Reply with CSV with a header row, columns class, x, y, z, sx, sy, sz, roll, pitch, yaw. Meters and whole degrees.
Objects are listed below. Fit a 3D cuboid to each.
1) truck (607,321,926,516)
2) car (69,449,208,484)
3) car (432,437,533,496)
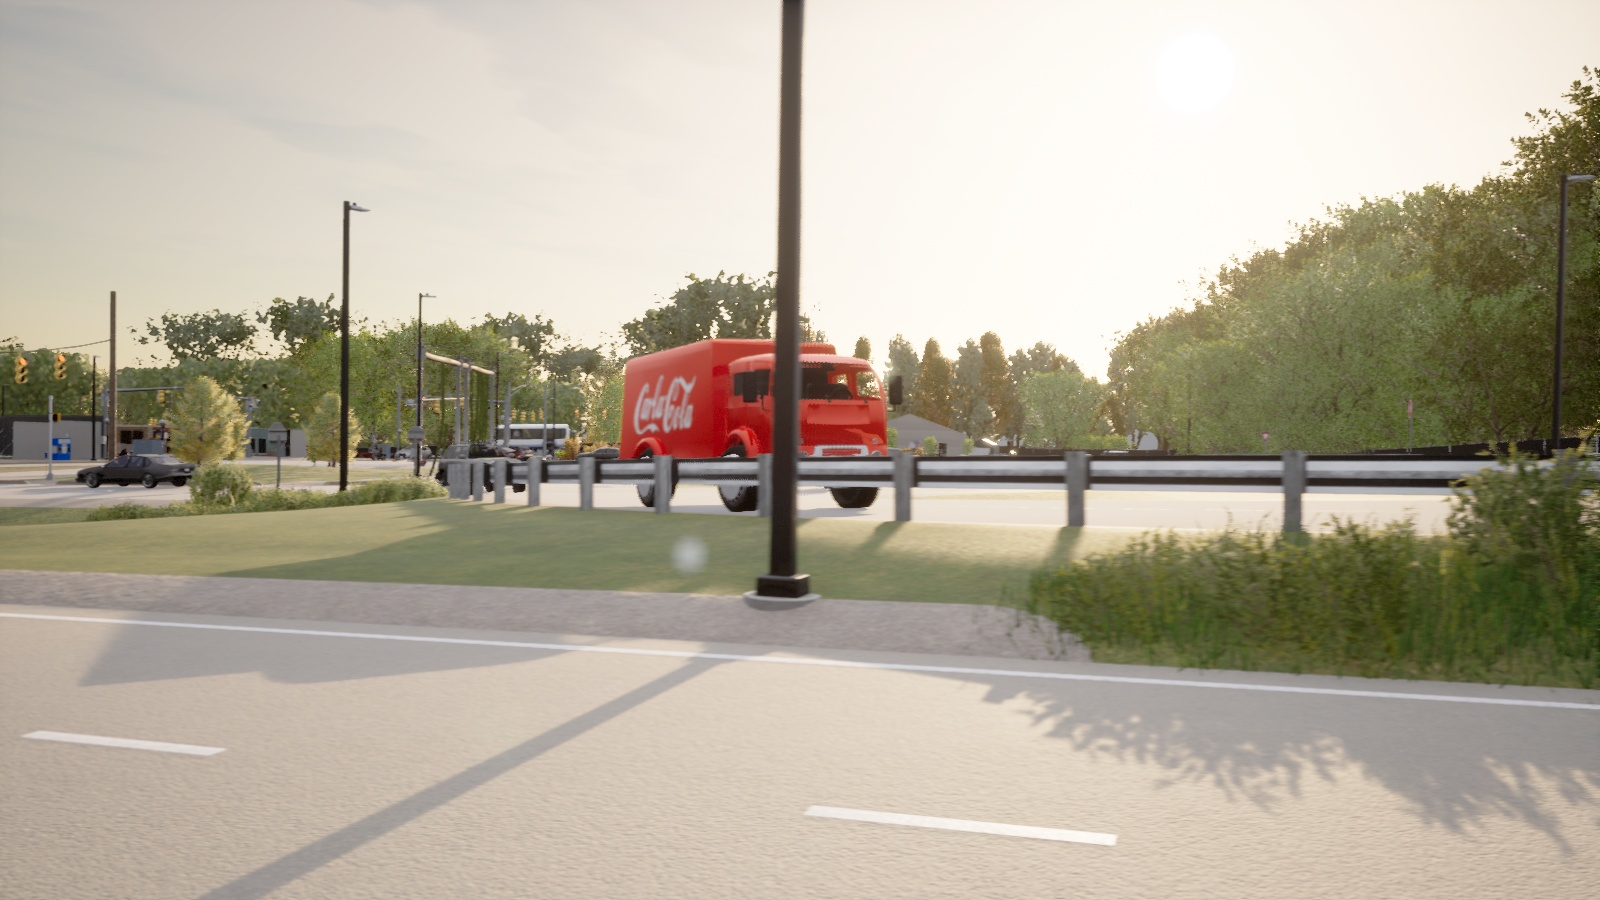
class,x,y,z,sx,sy,sz,roll,pitch,yaw
truck,-0.708,-0.362,18.796,2.627,2.467,5.204,0,-1,-29
car,-27.961,0.673,53.081,5.357,1.411,2.033,0,1,18
car,-10.792,0.513,42.455,1.932,1.855,4.605,-1,1,-33
